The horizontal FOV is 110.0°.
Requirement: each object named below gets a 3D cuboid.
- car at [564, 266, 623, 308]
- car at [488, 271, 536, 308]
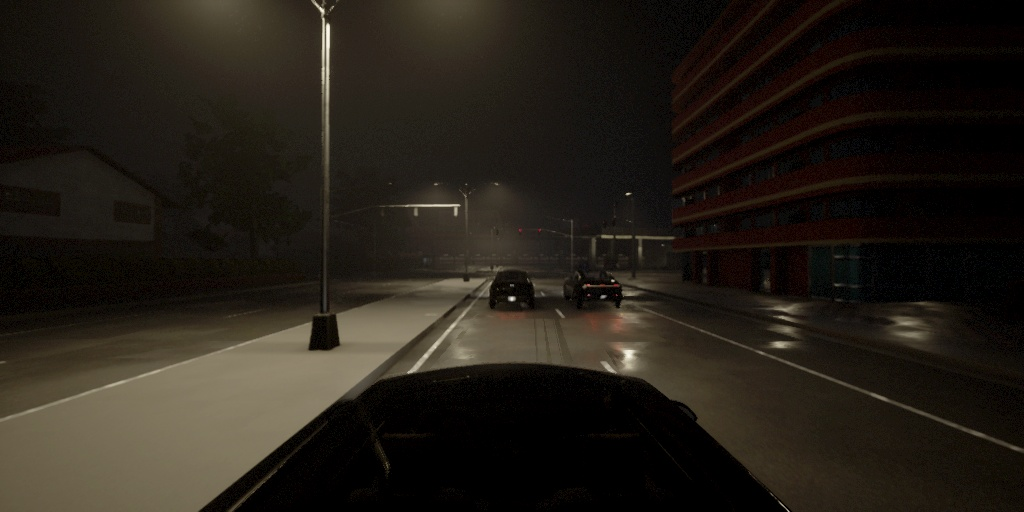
[{"bbox_3d":[3.505,1.377,16.149,2.128,1.511,4.902,0,0,0],"label":"car"},{"bbox_3d":[0.004,1.391,16.160,1.837,1.490,4.892,0,0,0],"label":"car"}]
